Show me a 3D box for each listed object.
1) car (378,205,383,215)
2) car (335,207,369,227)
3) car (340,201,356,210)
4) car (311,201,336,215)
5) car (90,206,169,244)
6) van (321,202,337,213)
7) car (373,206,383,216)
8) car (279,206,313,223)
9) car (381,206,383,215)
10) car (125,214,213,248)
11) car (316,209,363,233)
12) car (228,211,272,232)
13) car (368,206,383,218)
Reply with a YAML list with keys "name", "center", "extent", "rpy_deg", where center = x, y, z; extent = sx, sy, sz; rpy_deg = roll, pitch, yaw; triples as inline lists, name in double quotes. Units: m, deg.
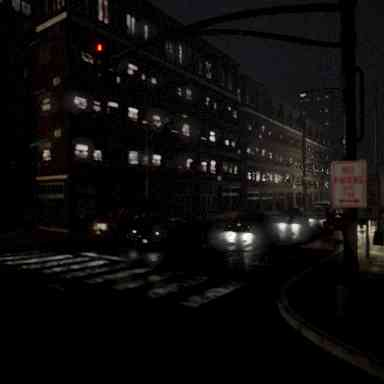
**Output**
- name: "car"
  center: [29.886, 2.667, 51.021]
  extent: [1.752, 1.417, 4.829]
  rpy_deg: [-2, -2, 35]
- name: "car"
  center: [13.494, 2.165, 27.598]
  extent: [2.008, 1.369, 4.403]
  rpy_deg: [-2, -2, 35]
- name: "car"
  center: [32.690, 2.881, 69.594]
  extent: [2.192, 1.841, 5.009]
  rpy_deg: [-2, -2, 35]
- name: "car"
  center: [16.244, 2.150, 41.471]
  extent: [2.150, 2.045, 5.566]
  rpy_deg: [-1, -2, 35]
- name: "car"
  center: [-3.160, 1.728, 18.370]
  extent: [2.192, 1.841, 5.009]
  rpy_deg: [-2, -2, 35]
- name: "van"
  center: [22.913, 2.589, 55.622]
  extent: [1.690, 1.788, 3.998]
  rpy_deg: [-2, -2, 35]
- name: "car"
  center: [26.531, 2.599, 46.224]
  extent: [1.947, 1.339, 4.313]
  rpy_deg: [-2, -2, 35]
- name: "car"
  center: [10.065, 2.296, 32.727]
  extent: [1.994, 1.385, 4.181]
  rpy_deg: [-1, -2, 34]
- name: "car"
  center: [20.010, 2.264, 36.914]
  extent: [1.967, 1.590, 4.097]
  rpy_deg: [-2, -2, 35]
- name: "car"
  center: [-0.897, 1.984, 17.085]
  extent: [1.895, 1.301, 4.718]
  rpy_deg: [-1, -2, 36]
- name: "car"
  center: [10.235, 2.092, 22.940]
  extent: [1.802, 1.307, 4.206]
  rpy_deg: [-2, -2, 35]
- name: "car"
  center: [4.347, 2.113, 24.555]
  extent: [1.994, 1.385, 4.181]
  rpy_deg: [-1, -2, 34]
- name: "car"
  center: [23.369, 2.457, 41.708]
  extent: [1.752, 1.417, 4.829]
  rpy_deg: [-2, -2, 35]
